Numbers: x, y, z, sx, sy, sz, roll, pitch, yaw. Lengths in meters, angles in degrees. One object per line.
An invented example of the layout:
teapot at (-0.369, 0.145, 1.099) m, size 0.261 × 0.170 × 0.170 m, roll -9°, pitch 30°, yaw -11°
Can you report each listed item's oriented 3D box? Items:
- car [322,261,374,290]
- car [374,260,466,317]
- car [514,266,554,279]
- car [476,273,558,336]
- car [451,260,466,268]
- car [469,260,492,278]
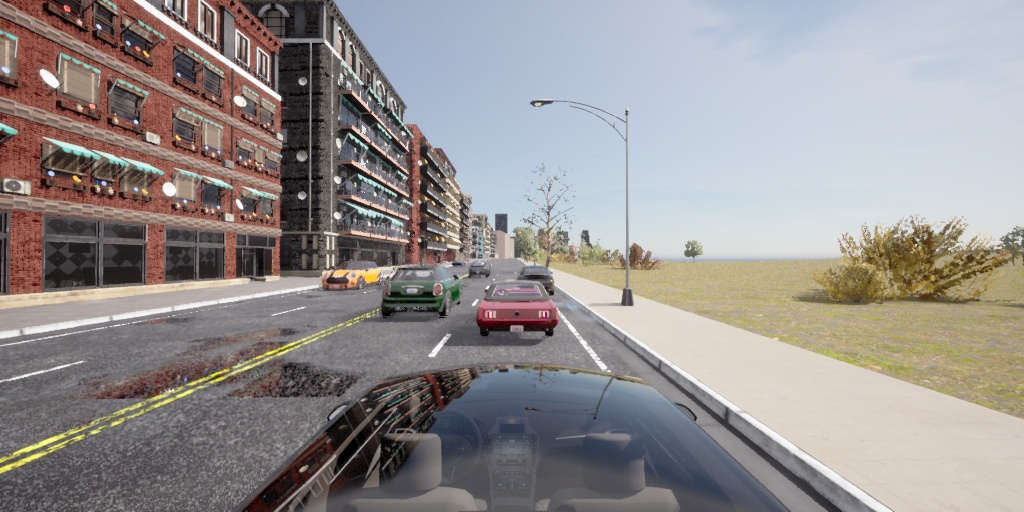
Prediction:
car at (-9.774, 1.104, 22.230) m, size 2.097 × 1.767 × 4.553 m, roll 0°, pitch 0°, yaw 0°
car at (-3.103, 1.105, 13.223) m, size 2.097 × 1.767 × 4.553 m, roll 0°, pitch 0°, yaw 0°
car at (1.204, 1.257, 19.523) m, size 1.837 × 1.490 × 4.892 m, roll 0°, pitch 0°, yaw 0°
car at (0.131, 1.352, 10.323) m, size 1.895 × 1.301 × 4.718 m, roll 0°, pitch 0°, yaw 0°
car at (-9.563, 1.350, 64.243) m, size 1.895 × 1.301 × 4.718 m, roll 0°, pitch 0°, yaw 1°
car at (-3.028, 1.244, 34.532) m, size 2.128 × 1.511 × 4.902 m, roll 0°, pitch 0°, yaw 0°
